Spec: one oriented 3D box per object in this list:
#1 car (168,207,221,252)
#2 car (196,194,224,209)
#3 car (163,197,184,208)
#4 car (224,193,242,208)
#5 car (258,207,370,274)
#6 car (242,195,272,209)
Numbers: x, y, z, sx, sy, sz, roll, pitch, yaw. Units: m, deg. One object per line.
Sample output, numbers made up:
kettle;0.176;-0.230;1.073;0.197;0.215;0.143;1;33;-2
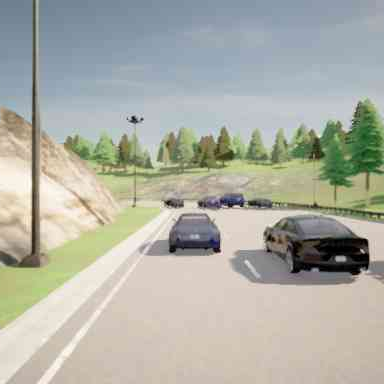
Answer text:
car;0.100;1.543;13.729;1.994;1.385;4.181;0;0;0
car;2.075;1.285;43.949;2.097;1.767;4.553;0;0;-15
car;-2.639;1.421;46.613;2.128;1.511;4.902;0;0;-21
car;5.286;1.151;46.337;2.150;2.045;5.566;1;0;-19
car;3.600;1.462;10.522;1.882;1.535;5.008;0;0;0
car;9.064;1.423;45.077;2.128;1.511;4.902;0;0;-15
